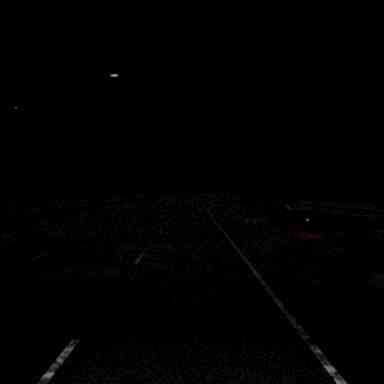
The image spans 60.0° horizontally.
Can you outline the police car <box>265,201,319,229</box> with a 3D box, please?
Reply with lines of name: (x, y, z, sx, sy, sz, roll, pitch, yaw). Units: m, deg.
police car: (6.268, 1.375, 21.590, 1.930, 1.638, 5.238, 0, 0, -8)
